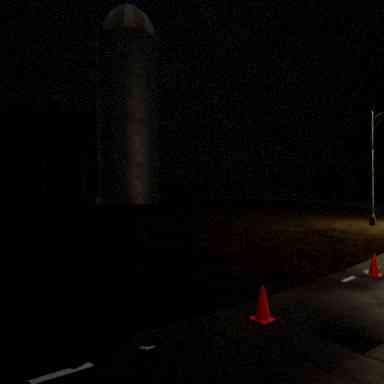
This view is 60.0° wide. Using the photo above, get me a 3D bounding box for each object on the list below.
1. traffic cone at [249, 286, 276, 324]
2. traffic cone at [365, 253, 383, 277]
[{"bbox_3d":[1.246,1.951,5.858,0.340,0.580,0.340,0,0,-38],"label":"traffic cone"},{"bbox_3d":[4.896,1.938,8.943,0.340,0.580,0.340,0,0,-43],"label":"traffic cone"}]
